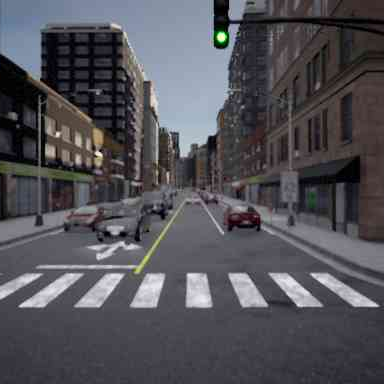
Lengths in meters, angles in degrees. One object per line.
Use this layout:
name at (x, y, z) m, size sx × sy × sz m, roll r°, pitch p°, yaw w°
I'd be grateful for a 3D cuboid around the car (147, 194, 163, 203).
car at (-5.710, 1.001, 52.390) m, size 2.008 × 1.369 × 4.403 m, roll 1°, pitch 1°, yaw 0°

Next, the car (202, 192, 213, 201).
car at (2.862, 0.753, 63.534) m, size 1.967 × 1.590 × 4.097 m, roll 1°, pitch 1°, yaw 0°

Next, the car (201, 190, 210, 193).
car at (2.829, 0.879, 52.364) m, size 1.967 × 1.590 × 4.097 m, roll 1°, pitch 1°, yaw 0°

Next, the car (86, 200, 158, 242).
car at (-3.050, 1.339, 15.661) m, size 2.128 × 1.511 × 4.902 m, roll 0°, pitch 1°, yaw 0°

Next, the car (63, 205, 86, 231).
car at (-5.819, 1.398, 18.878) m, size 1.802 × 1.307 × 4.206 m, roll 1°, pitch 1°, yaw 0°

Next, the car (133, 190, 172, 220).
car at (-3.018, 0.959, 25.904) m, size 2.150 × 2.045 × 5.566 m, roll 0°, pitch 1°, yaw 0°

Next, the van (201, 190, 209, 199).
van at (2.897, 0.526, 74.704) m, size 1.690 × 1.788 × 3.998 m, roll 1°, pitch 1°, yaw 0°

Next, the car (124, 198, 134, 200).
car at (-5.801, 1.322, 24.463) m, size 1.947 × 1.339 × 4.313 m, roll 1°, pitch 1°, yaw 0°

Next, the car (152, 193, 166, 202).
car at (-5.692, 0.953, 57.976) m, size 1.947 × 1.339 × 4.313 m, roll 1°, pitch 1°, yaw 0°

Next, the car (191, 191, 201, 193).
car at (0.161, 0.970, 55.622) m, size 1.994 × 1.385 × 4.181 m, roll 0°, pitch 1°, yaw 0°

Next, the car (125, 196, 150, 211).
car at (-5.765, 1.187, 35.634) m, size 2.008 × 1.369 × 4.403 m, roll 1°, pitch 1°, yaw 0°

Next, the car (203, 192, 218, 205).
car at (2.810, 1.084, 46.780) m, size 1.802 × 1.307 × 4.206 m, roll 1°, pitch 1°, yaw 0°

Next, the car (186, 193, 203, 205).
car at (0.131, 1.119, 45.648) m, size 1.895 × 1.301 × 4.718 m, roll 0°, pitch 1°, yaw 0°

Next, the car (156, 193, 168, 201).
car at (-5.674, 0.889, 63.561) m, size 1.947 × 1.339 × 4.313 m, roll 1°, pitch 1°, yaw 0°

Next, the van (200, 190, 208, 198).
van at (2.914, 0.461, 80.289) m, size 1.690 × 1.788 × 3.998 m, roll 1°, pitch 1°, yaw 0°

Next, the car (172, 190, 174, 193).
car at (-5.638, 0.778, 74.733) m, size 1.802 × 1.307 × 4.206 m, roll 1°, pitch 1°, yaw 0°

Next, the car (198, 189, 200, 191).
car at (2.881, 0.564, 69.118) m, size 2.192 × 1.841 × 5.009 m, roll 1°, pitch 1°, yaw 0°

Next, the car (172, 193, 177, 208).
car at (-2.984, 1.170, 36.570) m, size 2.033 × 1.411 × 5.357 m, roll 0°, pitch 1°, yaw 0°

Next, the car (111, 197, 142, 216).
car at (-5.783, 1.224, 29.878) m, size 1.752 × 1.417 × 4.829 m, roll 1°, pitch 1°, yaw 0°

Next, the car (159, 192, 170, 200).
car at (-5.656, 0.787, 68.976) m, size 1.752 × 1.417 × 4.829 m, roll 1°, pitch 1°, yaw 0°

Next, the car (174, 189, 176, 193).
car at (-5.617, 0.446, 80.315) m, size 2.192 × 1.841 × 5.009 m, roll 1°, pitch 1°, yaw 0°

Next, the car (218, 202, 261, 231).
car at (2.726, 1.350, 18.852) m, size 1.887 × 1.381 × 4.507 m, roll 1°, pitch 1°, yaw 0°
